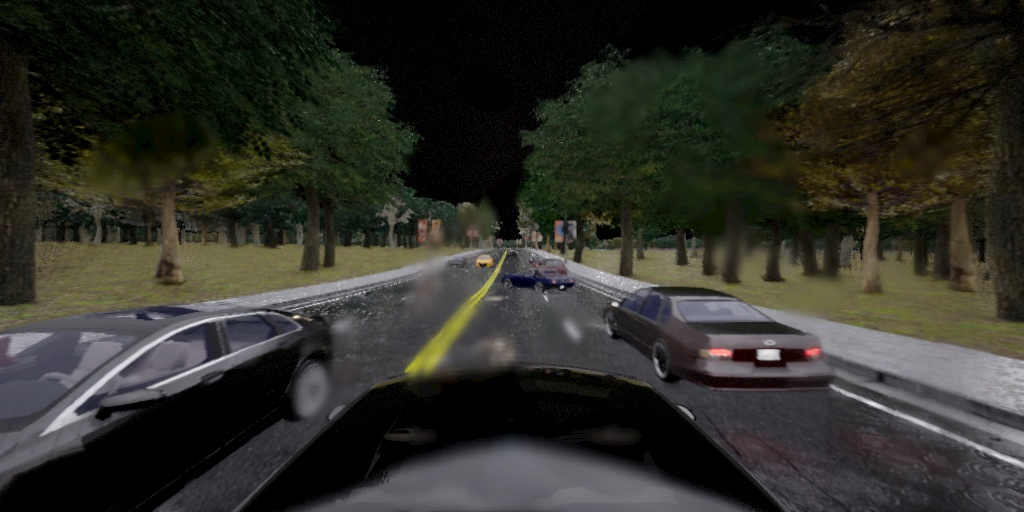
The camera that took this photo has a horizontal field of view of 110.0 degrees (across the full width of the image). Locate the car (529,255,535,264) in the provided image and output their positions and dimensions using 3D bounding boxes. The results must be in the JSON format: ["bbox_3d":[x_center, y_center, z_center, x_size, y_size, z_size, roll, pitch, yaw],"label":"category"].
[{"bbox_3d":[3.239,0.932,40.058,1.895,1.301,4.718,0,2,0],"label":"car"}]

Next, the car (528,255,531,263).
[{"bbox_3d":[3.236,0.462,51.048,1.895,1.301,4.718,0,3,0],"label":"car"}]

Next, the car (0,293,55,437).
[{"bbox_3d":[-6.599,1.225,1.931,1.882,1.535,5.008,0,0,0],"label":"car"}]

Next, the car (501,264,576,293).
[{"bbox_3d":[1.337,1.341,20.655,1.895,1.301,4.718,0,0,-36],"label":"car"}]

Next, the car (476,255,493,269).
[{"bbox_3d":[-3.340,0.658,43.922,1.882,1.535,5.008,0,2,0],"label":"car"}]

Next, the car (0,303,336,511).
[{"bbox_3d":[-3.350,1.241,3.007,2.128,1.511,4.902,0,0,0],"label":"car"}]

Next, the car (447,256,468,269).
[{"bbox_3d":[-6.592,0.727,43.947,2.033,1.411,5.357,0,2,0],"label":"car"}]

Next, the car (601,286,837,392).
[{"bbox_3d":[3.248,1.299,7.055,2.033,1.411,5.357,0,0,0],"label":"car"}]

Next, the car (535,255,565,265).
[{"bbox_3d":[3.242,0.988,29.007,2.097,1.767,4.553,0,1,0],"label":"car"}]
